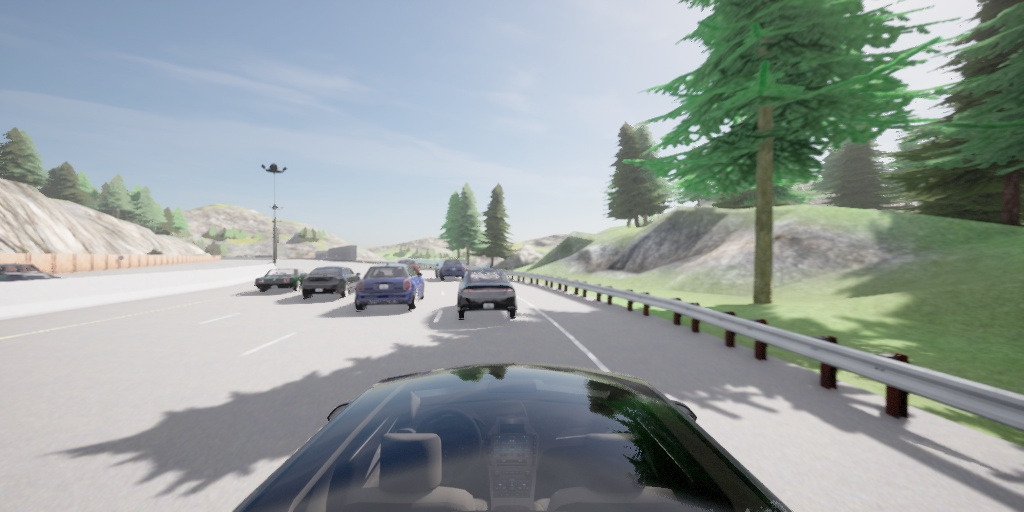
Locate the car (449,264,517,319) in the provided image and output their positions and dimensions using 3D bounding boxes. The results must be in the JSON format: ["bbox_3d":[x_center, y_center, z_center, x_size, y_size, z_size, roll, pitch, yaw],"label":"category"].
[{"bbox_3d":[-0.973,1.221,12.729,2.128,1.511,4.902,0,0,-7],"label":"car"}]

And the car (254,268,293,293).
[{"bbox_3d":[-13.311,1.370,21.377,1.895,1.301,4.718,0,0,-15],"label":"car"}]

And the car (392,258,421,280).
[{"bbox_3d":[-9.371,1.078,31.540,2.097,1.767,4.553,0,0,-20],"label":"car"}]

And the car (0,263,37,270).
[{"bbox_3d":[-26.950,1.192,18.428,2.097,1.767,4.553,0,0,-15],"label":"car"}]

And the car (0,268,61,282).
[{"bbox_3d":[-22.928,1.428,16.348,1.895,1.301,4.718,0,0,-12],"label":"car"}]

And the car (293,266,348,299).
[{"bbox_3d":[-8.985,1.260,18.192,1.837,1.490,4.892,0,0,-11],"label":"car"}]

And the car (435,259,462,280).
[{"bbox_3d":[-5.304,1.061,30.530,2.097,1.767,4.553,0,0,-18],"label":"car"}]

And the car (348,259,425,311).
[{"bbox_3d":[-4.802,1.095,14.640,2.097,1.767,4.553,0,0,-9],"label":"car"}]
